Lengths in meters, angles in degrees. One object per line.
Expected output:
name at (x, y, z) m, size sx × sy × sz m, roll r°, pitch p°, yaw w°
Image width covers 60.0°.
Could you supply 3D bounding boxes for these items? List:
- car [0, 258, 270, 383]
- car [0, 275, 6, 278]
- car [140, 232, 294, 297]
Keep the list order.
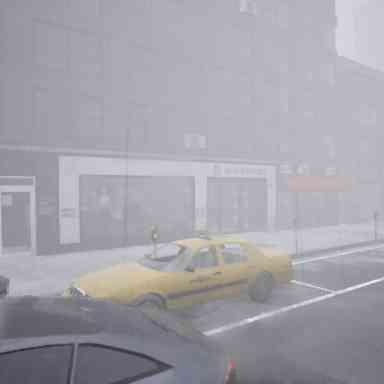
car at (-1.620, 1.564, 2.224) m, size 4.181 × 1.385 × 1.994 m, roll 0°, pitch 0°, yaw -35°
car at (-4.343, 1.566, 3.566) m, size 4.313 × 1.339 × 1.947 m, roll 0°, pitch -1°, yaw -35°
car at (0.004, 1.524, 6.660) m, size 4.829 × 1.417 × 1.752 m, roll 0°, pitch -1°, yaw -35°
